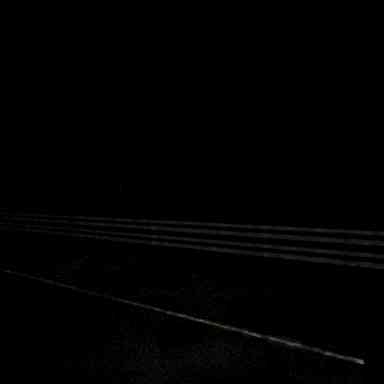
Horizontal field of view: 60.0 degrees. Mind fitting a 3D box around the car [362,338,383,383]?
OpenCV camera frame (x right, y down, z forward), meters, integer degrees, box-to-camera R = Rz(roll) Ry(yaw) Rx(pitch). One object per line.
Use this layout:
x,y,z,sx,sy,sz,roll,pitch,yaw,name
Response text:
3.529,1.453,1.477,5.008,1.535,1.882,-1,0,35,car
